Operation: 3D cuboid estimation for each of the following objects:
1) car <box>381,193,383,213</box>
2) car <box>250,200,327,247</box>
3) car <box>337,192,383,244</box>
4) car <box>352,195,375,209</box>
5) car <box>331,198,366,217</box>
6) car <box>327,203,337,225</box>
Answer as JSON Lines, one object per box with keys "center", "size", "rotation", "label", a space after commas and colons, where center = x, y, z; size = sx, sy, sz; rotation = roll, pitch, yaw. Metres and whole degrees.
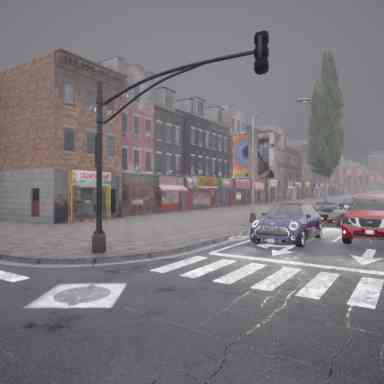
{"center": [19.641, 1.059, 32.186], "size": [2.097, 1.767, 4.553], "rotation": [0, 1, 34], "label": "car"}
{"center": [4.305, 1.298, 14.856], "size": [2.097, 1.767, 4.553], "rotation": [0, 0, 33], "label": "car"}
{"center": [8.265, 1.152, 14.979], "size": [2.150, 2.045, 5.566], "rotation": [0, 0, 33], "label": "car"}
{"center": [20.191, 1.143, 38.975], "size": [1.837, 1.490, 4.892], "rotation": [0, 0, 34], "label": "car"}
{"center": [14.135, 1.313, 29.769], "size": [2.033, 1.411, 5.357], "rotation": [0, 1, 34], "label": "car"}
{"center": [9.031, 1.435, 22.043], "size": [1.994, 1.385, 4.181], "rotation": [0, 1, 34], "label": "car"}
